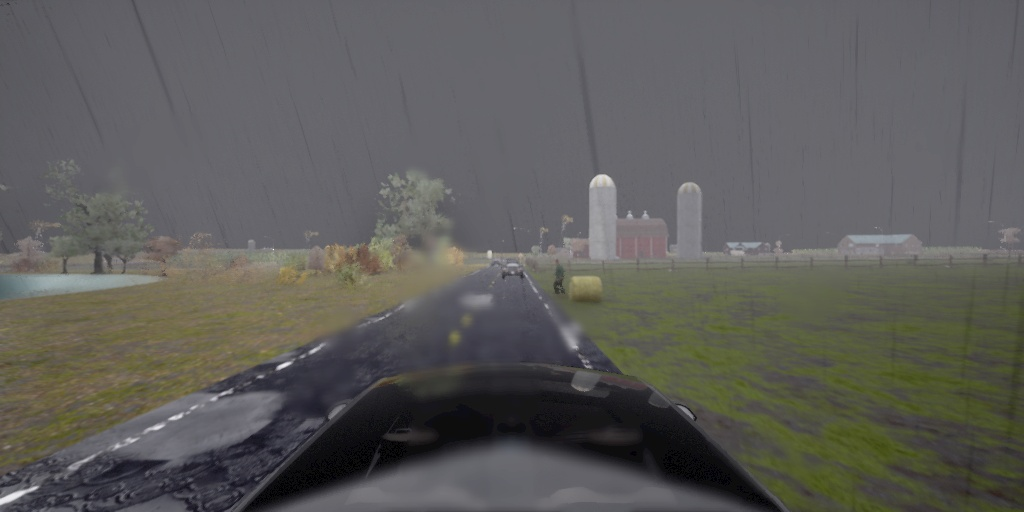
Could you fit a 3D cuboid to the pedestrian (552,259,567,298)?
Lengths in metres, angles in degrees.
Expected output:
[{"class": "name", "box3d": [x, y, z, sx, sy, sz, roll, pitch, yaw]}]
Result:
[{"class": "pedestrian", "box3d": [2.157, 0.994, 16.441, 0.375, 1.860, 0.375, -1, 1, -3]}]

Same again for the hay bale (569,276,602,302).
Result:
[{"class": "hay bale", "box3d": [3.128, 1.362, 15.393, 1.220, 1.180, 1.240, 0, 0, 0]}]

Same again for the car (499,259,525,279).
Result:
[{"class": "car", "box3d": [0.072, 1.188, 31.645, 1.812, 1.442, 4.674, 0, 0, 0]}]
